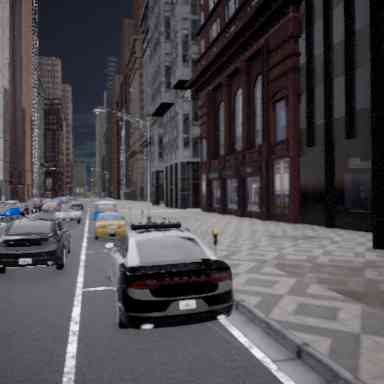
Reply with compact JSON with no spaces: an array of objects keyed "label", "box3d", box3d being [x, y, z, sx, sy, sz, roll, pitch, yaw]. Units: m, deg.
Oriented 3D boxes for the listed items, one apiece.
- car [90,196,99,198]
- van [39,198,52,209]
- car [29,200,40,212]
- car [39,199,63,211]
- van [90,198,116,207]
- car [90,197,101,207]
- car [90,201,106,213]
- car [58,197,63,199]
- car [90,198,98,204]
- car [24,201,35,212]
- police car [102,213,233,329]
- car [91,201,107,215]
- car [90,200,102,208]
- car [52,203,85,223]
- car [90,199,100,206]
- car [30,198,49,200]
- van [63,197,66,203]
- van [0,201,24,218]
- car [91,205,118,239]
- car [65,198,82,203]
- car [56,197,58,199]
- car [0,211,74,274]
[{"label":"car","box3d":[-16.060,1.975,55.826,1.967,1.590,4.097,-1,0,-17]},{"label":"van","box3d":[-25.860,1.999,58.709,1.690,1.788,3.998,-1,0,-17]},{"label":"car","box3d":[-20.904,2.063,42.540,1.947,1.339,4.313,-1,0,-17]},{"label":"car","box3d":[-18.238,2.005,43.273,1.812,1.442,4.674,0,-1,-17]},{"label":"van","box3d":[-6.156,1.556,23.494,1.690,1.788,3.998,-1,0,-17]},{"label":"car","box3d":[-19.363,1.957,66.606,2.192,1.841,5.009,-1,0,-17]},{"label":"car","box3d":[-12.756,1.979,45.048,2.008,1.369,4.403,-1,0,-17]},{"label":"car","box3d":[-30.812,2.259,74.877,1.967,1.590,4.097,-1,0,-17]},{"label":"car","box3d":[-25.965,2.297,88.159,1.967,1.590,4.097,-1,0,-17]},{"label":"car","box3d":[-19.253,2.010,37.151,1.947,1.339,4.313,-1,0,-17]},{"label":"police car","box3d":[-0.825,1.478,7.374,1.930,1.638,5.238,0,0,-17]},{"label":"car","box3d":[-11.156,1.901,39.822,1.752,1.417,4.829,-1,0,-17]},{"label":"car","box3d":[-17.709,2.154,61.215,1.947,1.339,4.313,-1,0,-17]},{"label":"car","box3d":[-10.314,1.889,27.997,1.895,1.301,4.718,0,0,-17]},{"label":"car","box3d":[-21.011,2.240,71.993,1.887,1.381,4.507,-1,0,-17]},{"label":"car","box3d":[-22.558,1.866,47.931,2.192,1.841,5.009,-1,0,-17]},{"label":"van","box3d":[-34.115,2.267,85.655,1.690,1.788,3.998,-1,0,-17]},{"label":"van","box3d":[-17.605,1.732,31.763,1.690,1.788,3.998,-1,0,-17]},{"label":"car","box3d":[-4.552,1.688,18.267,1.752,1.417,4.829,-1,0,-17]},{"label":"car","box3d":[-15.270,1.951,43.831,1.837,1.490,4.892,0,0,-17]},{"label":"car","box3d":[-27.510,2.152,64.098,1.967,1.590,4.097,-1,0,-17]},{"label":"car","box3d":[-5.184,1.629,11.247,1.837,1.490,4.892,0,0,-17]}]
